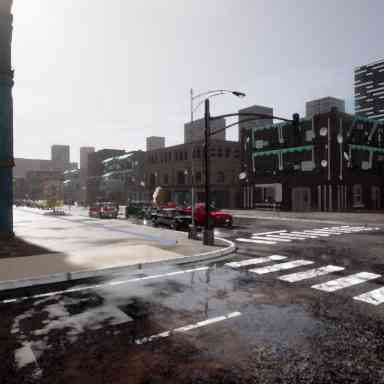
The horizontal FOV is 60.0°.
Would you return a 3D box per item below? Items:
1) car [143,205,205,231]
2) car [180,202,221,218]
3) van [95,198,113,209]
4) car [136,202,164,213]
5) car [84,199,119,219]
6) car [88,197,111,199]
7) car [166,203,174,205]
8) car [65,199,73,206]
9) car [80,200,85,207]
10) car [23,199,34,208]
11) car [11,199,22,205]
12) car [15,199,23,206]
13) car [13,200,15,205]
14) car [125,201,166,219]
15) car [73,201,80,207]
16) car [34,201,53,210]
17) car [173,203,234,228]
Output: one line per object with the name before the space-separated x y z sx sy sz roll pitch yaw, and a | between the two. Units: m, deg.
car | -1.318 1.815 23.111 1.947 1.339 4.313 -1 0 -35
car | 0.797 1.810 34.833 2.008 1.369 4.403 -2 0 -35
van | -15.203 1.907 57.418 1.690 1.788 3.998 -1 0 -35
car | -5.600 1.966 43.867 1.802 1.307 4.206 -1 0 -35
car | -9.242 1.847 34.505 1.967 1.590 4.097 -1 0 -35
car | -11.043 1.678 41.564 2.150 2.045 5.566 -1 0 -35
car | -2.402 1.904 39.351 1.802 1.307 4.206 -2 0 -35
car | -27.995 2.365 75.486 1.947 1.339 4.313 -1 0 -35
car | -18.403 1.940 61.934 2.192 1.841 5.009 -1 0 -35
car | -31.634 2.376 66.124 2.008 1.369 4.403 -1 0 -35
car | -44.430 2.599 84.191 1.887 1.381 4.507 -1 0 -35
car | -38.035 2.381 75.157 1.967 1.590 4.097 -1 0 -35
car | -41.231 2.548 79.675 2.008 1.369 4.403 -1 0 -35
car | -4.898 1.689 32.871 2.097 1.767 4.553 -1 0 -35
car | -21.597 2.228 66.452 1.887 1.381 4.507 -1 0 -35
car | -25.137 2.233 56.951 1.752 1.417 4.829 -1 0 -35
car | 0.962 1.698 24.597 1.882 1.535 5.008 -1 0 -35
